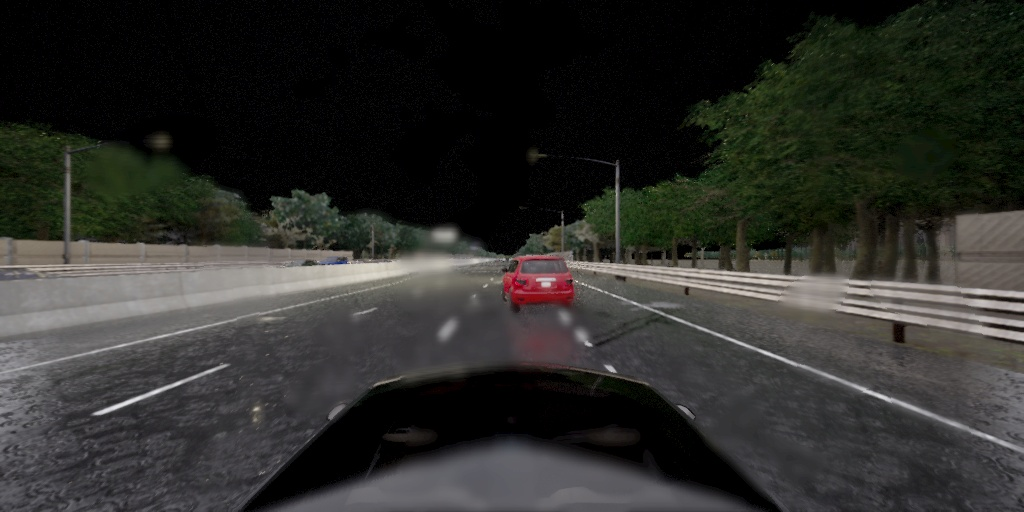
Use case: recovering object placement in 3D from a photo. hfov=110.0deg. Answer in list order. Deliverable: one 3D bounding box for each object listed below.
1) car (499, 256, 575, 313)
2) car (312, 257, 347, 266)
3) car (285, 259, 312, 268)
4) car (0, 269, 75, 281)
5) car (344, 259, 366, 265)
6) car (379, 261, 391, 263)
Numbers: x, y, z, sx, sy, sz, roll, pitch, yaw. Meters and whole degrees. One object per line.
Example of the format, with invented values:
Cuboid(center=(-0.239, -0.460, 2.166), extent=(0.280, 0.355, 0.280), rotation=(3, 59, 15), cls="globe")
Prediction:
Cuboid(center=(0.869, 1.029, 14.274), extent=(2.150, 2.045, 5.566), rotation=(0, 0, -6), cls="car")
Cuboid(center=(-24.638, 1.093, 49.548), extent=(2.150, 2.045, 5.566), rotation=(0, 0, 0), cls="car")
Cuboid(center=(-28.143, 1.223, 48.031), extent=(2.097, 1.767, 4.553), rotation=(0, 0, 0), cls="car")
Cuboid(center=(-24.535, 1.329, 17.077), extent=(2.033, 1.411, 5.357), rotation=(0, 0, 1), cls="car")
Cuboid(center=(-21.144, 1.441, 49.953), extent=(1.994, 1.385, 4.181), rotation=(0, 0, 0), cls="car")
Cuboid(center=(-17.644, 1.422, 49.372), extent=(2.033, 1.411, 5.357), rotation=(0, 0, 0), cls="car")
